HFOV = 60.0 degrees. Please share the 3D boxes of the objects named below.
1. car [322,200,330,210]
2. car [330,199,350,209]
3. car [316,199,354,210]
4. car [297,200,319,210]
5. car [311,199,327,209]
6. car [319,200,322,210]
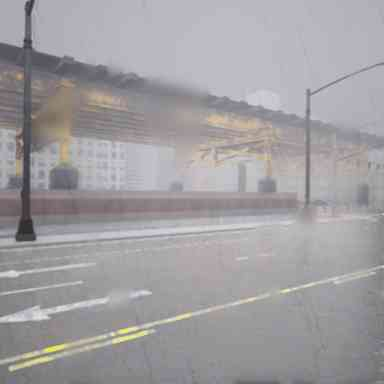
[{"bbox_3d":[17.811,1.860,46.879,2.038,1.542,4.974,0,0,18],"label":"car"},{"bbox_3d":[21.671,1.755,50.632,4.536,1.218,1.853,0,0,-7],"label":"car"},{"bbox_3d":[21.722,1.913,50.638,4.974,1.542,2.038,0,0,-7],"label":"car"},{"bbox_3d":[14.015,1.657,44.203,4.536,1.218,1.853,0,0,8],"label":"car"},{"bbox_3d":[17.828,1.703,46.930,1.853,1.218,4.536,0,0,18],"label":"car"},{"bbox_3d":[14.065,1.815,44.195,4.974,1.542,2.038,0,0,8],"label":"car"}]
